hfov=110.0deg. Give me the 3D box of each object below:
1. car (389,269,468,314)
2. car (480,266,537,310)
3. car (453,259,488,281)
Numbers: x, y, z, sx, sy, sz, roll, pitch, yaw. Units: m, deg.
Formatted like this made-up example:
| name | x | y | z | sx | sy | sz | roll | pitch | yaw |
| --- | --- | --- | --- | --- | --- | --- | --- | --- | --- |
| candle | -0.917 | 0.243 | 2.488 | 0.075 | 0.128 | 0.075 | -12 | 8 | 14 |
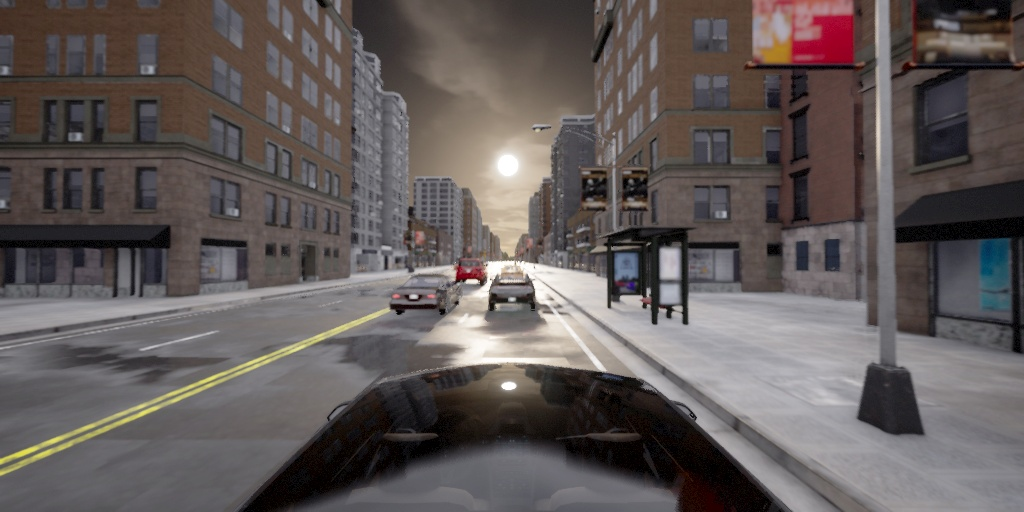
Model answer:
| name | x | y | z | sx | sy | sz | roll | pitch | yaw |
| --- | --- | --- | --- | --- | --- | --- | --- | --- | --- |
| car | -3.236 | 1.422 | 14.360 | 2.033 | 1.411 | 5.357 | 0 | -1 | 0 |
| car | 0.025 | 1.376 | 15.355 | 2.128 | 1.511 | 4.902 | 0 | 0 | 1 |
| car | -3.234 | 1.249 | 29.447 | 2.150 | 2.045 | 5.566 | 0 | 0 | 0 |
